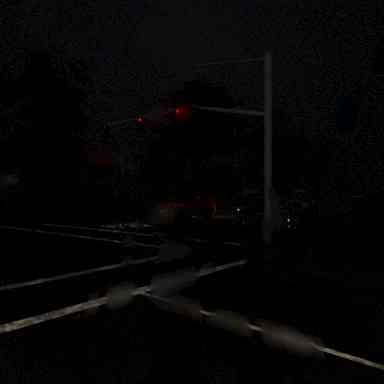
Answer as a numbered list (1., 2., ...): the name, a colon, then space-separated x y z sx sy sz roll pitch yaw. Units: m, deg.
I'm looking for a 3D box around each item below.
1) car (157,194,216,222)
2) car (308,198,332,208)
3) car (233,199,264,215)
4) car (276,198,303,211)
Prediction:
1. car: -0.337 1.221 27.008 2.150 2.045 5.566 0 0 41
2. car: 18.905 1.601 49.120 1.895 1.301 4.718 0 0 41
3. car: 6.173 1.491 34.493 2.128 1.511 4.902 0 0 41
4. car: 12.272 1.526 41.512 1.812 1.442 4.674 0 0 41
